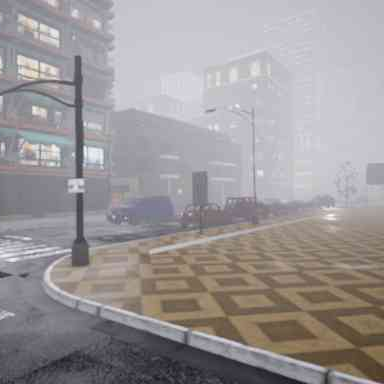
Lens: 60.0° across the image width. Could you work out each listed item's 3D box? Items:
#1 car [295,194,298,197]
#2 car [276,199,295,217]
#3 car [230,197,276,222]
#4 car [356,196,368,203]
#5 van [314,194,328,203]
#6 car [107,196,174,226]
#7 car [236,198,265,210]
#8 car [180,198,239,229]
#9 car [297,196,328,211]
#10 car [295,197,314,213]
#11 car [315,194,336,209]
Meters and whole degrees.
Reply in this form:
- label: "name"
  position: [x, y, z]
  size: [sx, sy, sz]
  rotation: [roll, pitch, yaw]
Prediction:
- label: "car"
  position: [21.059, 1.550, 62.344]
  size: [1.752, 1.417, 4.829]
  rotation: [-1, -1, 36]
- label: "car"
  position: [7.667, 1.539, 30.760]
  size: [1.802, 1.307, 4.206]
  rotation: [-1, -1, 36]
- label: "car"
  position: [4.355, 1.284, 26.252]
  size: [2.192, 1.841, 5.009]
  rotation: [-1, -1, 36]
- label: "car"
  position: [34.128, 1.394, 66.841]
  size: [1.887, 1.381, 4.507]
  rotation: [-1, -1, 36]
- label: "van"
  position: [27.772, 1.338, 71.502]
  size: [1.690, 1.788, 3.998]
  rotation: [-1, -1, 36]
- label: "car"
  position: [-3.627, 1.305, 24.531]
  size: [2.150, 2.045, 5.566]
  rotation: [-1, -1, 36]
- label: "car"
  position: [7.828, 1.603, 44.304]
  size: [1.752, 1.417, 4.829]
  rotation: [-1, -1, 36]
- label: "car"
  position: [1.049, 1.422, 21.741]
  size: [1.967, 1.590, 4.097]
  rotation: [-1, -1, 36]
- label: "car"
  position: [14.282, 1.481, 39.781]
  size: [2.008, 1.369, 4.403]
  rotation: [-1, -1, 36]
- label: "car"
  position: [10.974, 1.488, 35.271]
  size: [1.887, 1.381, 4.507]
  rotation: [-1, -1, 36]
- label: "car"
  position: [17.586, 1.233, 44.293]
  size: [2.192, 1.841, 5.009]
  rotation: [-1, -1, 36]
